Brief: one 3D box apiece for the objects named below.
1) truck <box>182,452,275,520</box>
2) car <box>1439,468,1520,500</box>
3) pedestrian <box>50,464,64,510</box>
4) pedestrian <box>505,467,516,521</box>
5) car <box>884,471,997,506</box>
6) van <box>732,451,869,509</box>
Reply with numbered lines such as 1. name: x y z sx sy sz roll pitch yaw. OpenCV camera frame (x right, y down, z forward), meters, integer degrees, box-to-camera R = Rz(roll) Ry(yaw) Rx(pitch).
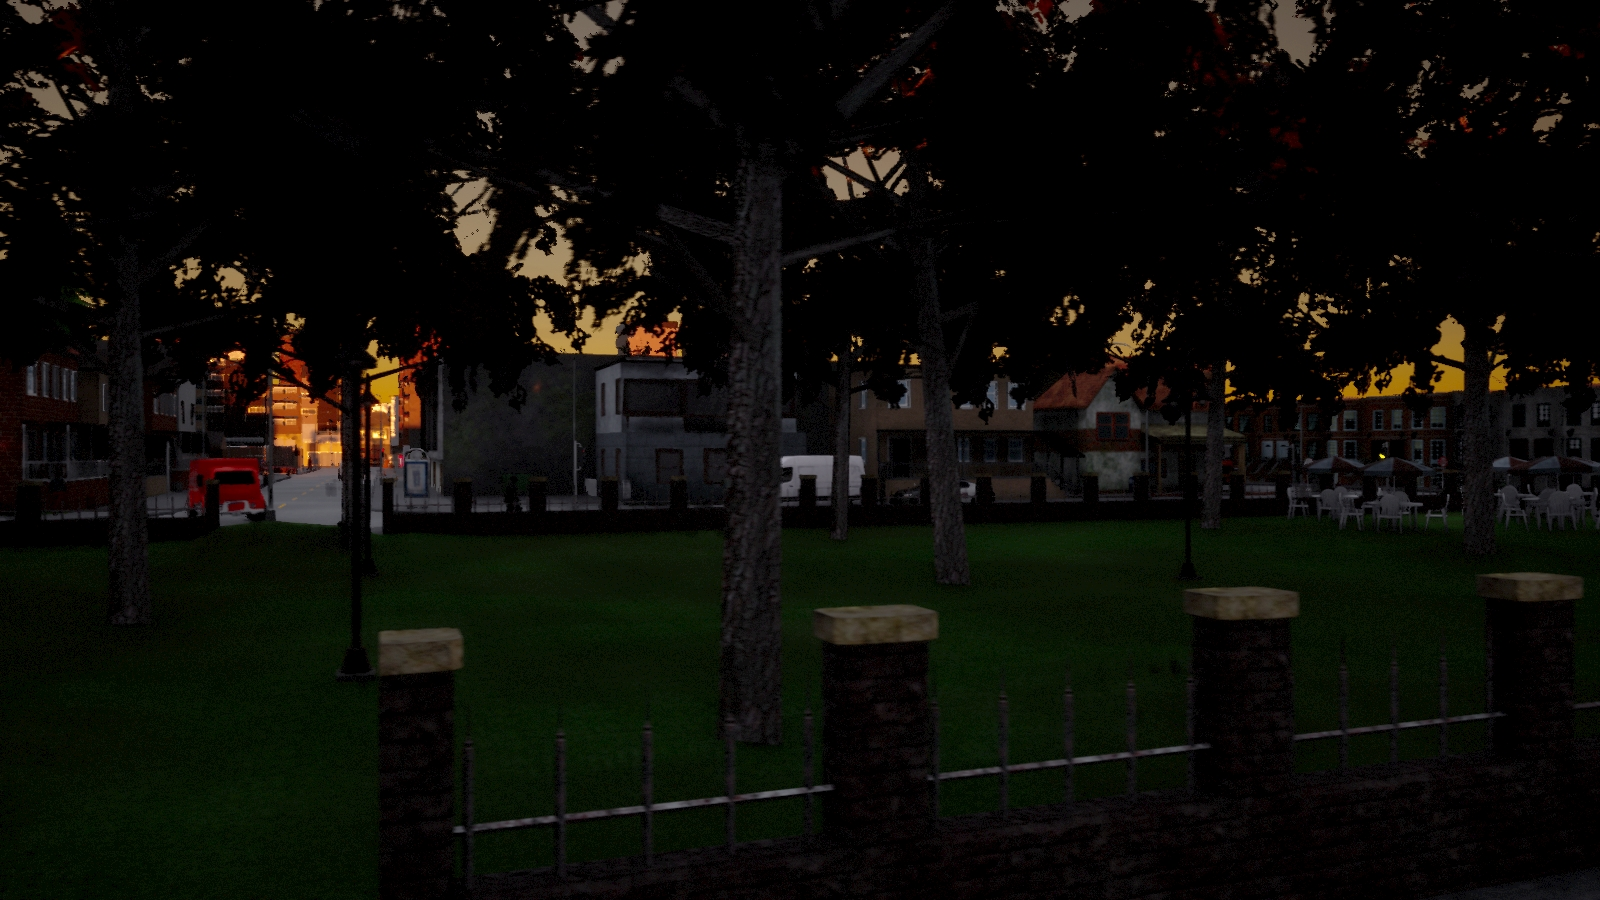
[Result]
1. truck: -22.672 1.346 45.192 2.627 2.467 5.204 -1 1 -34
2. car: 36.532 1.778 61.405 3.988 1.617 1.851 0 0 -25
3. pedestrian: -30.442 1.516 46.819 0.375 1.860 0.375 0 0 -13
4. pedestrian: -10.061 1.525 39.672 0.375 1.860 0.375 0 0 -14
5. car: 6.700 1.817 54.598 4.974 1.542 2.038 0 0 -21
6. van: 0.009 1.314 52.045 5.915 2.561 1.988 0 0 -20
